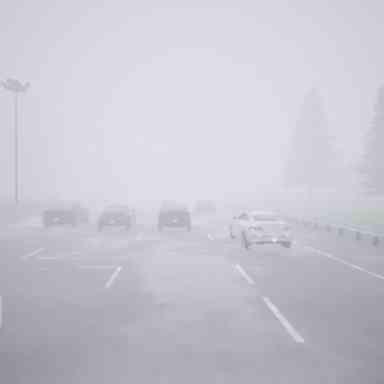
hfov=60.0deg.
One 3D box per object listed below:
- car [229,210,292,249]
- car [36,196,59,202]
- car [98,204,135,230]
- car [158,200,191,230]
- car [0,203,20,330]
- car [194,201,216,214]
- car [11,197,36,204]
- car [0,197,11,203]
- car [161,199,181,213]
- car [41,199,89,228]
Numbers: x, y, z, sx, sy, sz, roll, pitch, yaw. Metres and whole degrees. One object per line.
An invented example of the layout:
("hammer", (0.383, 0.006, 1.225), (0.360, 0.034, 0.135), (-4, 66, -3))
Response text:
("car", (2.852, 1.506, 14.449), (1.812, 1.442, 4.674), (0, 0, -4))
("car", (-21.050, 1.454, 49.751), (1.837, 1.490, 4.892), (0, 0, -5))
("car", (-4.656, 1.498, 20.965), (1.812, 1.442, 4.674), (0, 0, -4))
("car", (-1.128, 1.450, 20.861), (1.882, 1.535, 5.008), (0, 0, -4))
("car", (-3.484, 1.217, 1.962), (2.150, 2.045, 5.566), (0, 0, -2))
("car", (1.289, 1.554, 34.921), (1.895, 1.301, 4.718), (0, 0, -5))
("car", (-24.527, 1.500, 49.305), (1.994, 1.385, 4.181), (0, 0, -4))
("car", (-28.033, 1.459, 49.266), (1.837, 1.490, 4.892), (0, 0, -4))
("car", (-2.339, 1.514, 36.388), (1.994, 1.385, 4.181), (0, 0, -5))
("car", (-8.252, 1.448, 22.221), (1.882, 1.535, 5.008), (0, 0, -4))
